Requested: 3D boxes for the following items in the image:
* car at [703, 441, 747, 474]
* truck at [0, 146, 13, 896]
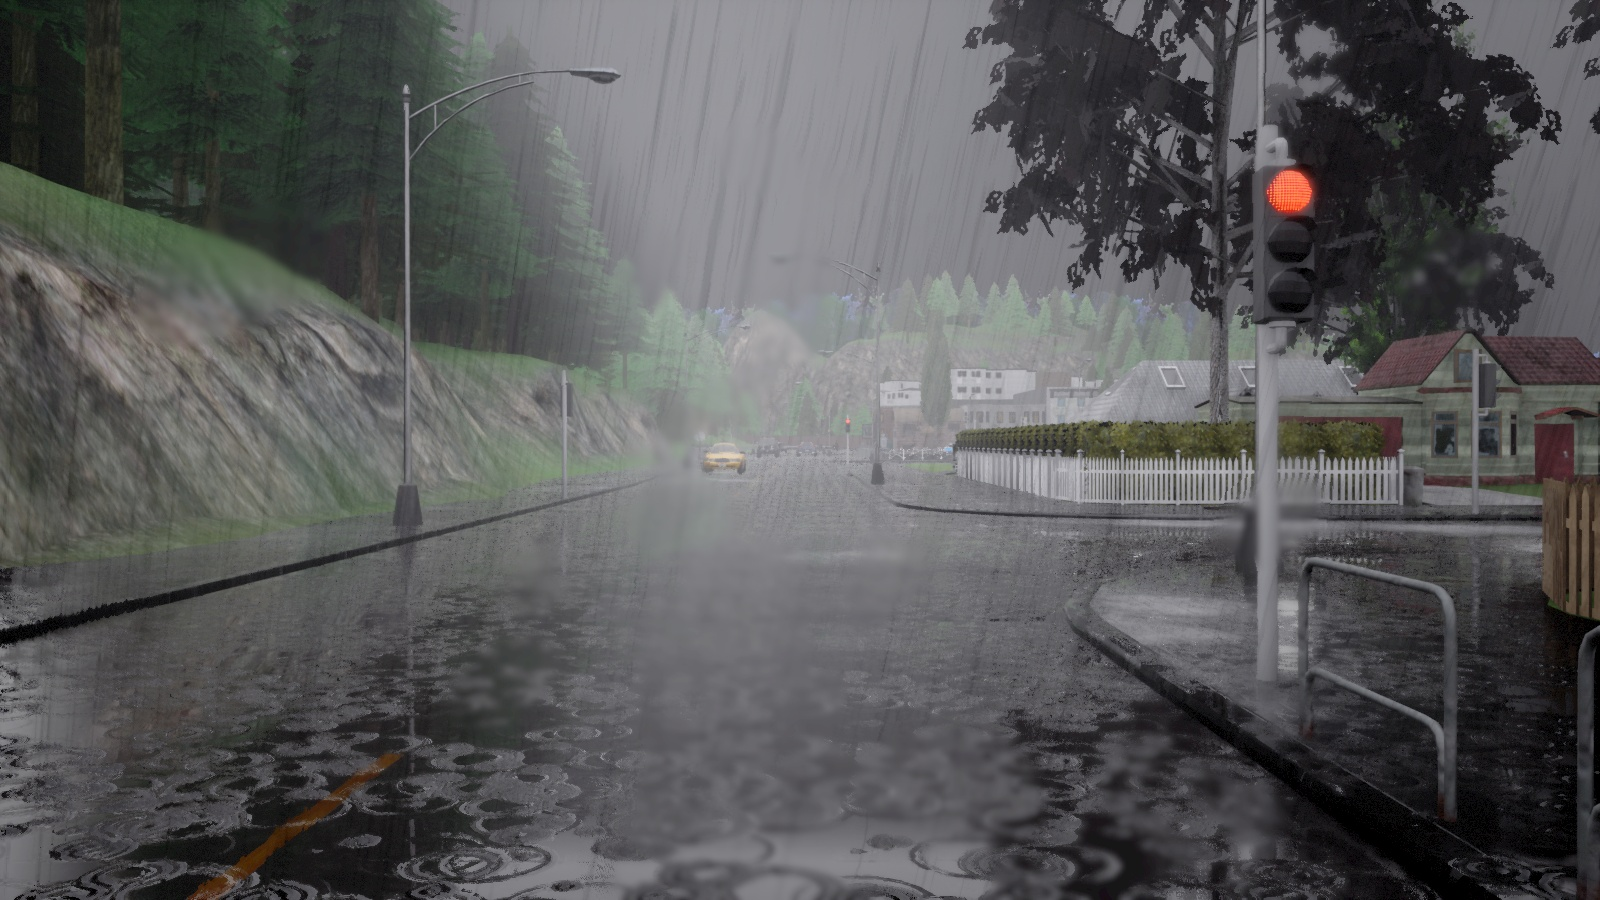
[{"bbox_3d":[-3.648,0.334,61.822,1.801,1.575,5.366,0,0,0],"label":"car"},{"bbox_3d":[-3.982,0.247,1.607,2.627,2.467,5.204,0,0,1],"label":"truck"}]
